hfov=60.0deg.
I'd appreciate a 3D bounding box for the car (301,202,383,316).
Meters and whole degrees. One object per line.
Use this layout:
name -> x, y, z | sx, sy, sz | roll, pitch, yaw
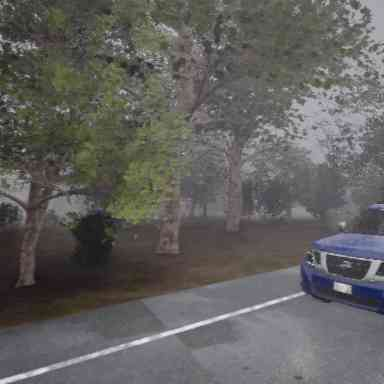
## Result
car -> 4.729, 1.231, 7.142 | 5.566, 2.045, 2.150 | 0, 0, -36
